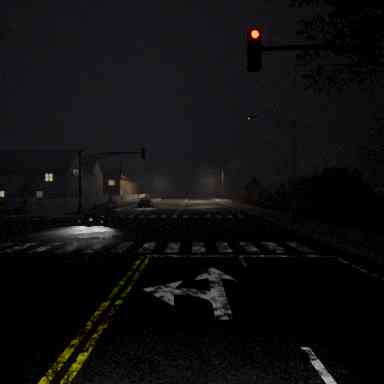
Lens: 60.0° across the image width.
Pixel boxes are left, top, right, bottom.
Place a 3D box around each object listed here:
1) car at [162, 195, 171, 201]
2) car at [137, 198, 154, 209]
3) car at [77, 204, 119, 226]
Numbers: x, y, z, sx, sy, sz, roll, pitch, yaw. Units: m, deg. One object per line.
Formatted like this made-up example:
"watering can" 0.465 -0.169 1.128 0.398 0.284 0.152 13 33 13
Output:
"car" -6.331 1.399 82.379 1.812 1.442 4.674 0 0 0
"car" -6.410 1.531 46.271 2.033 1.411 5.357 0 0 0
"car" -6.445 1.554 23.174 1.994 1.385 4.181 1 0 0
